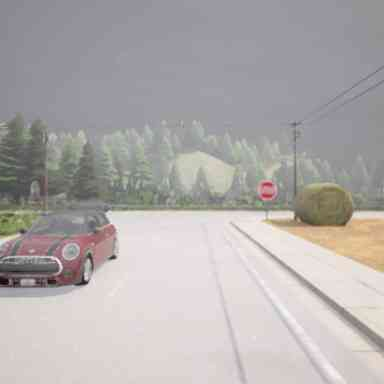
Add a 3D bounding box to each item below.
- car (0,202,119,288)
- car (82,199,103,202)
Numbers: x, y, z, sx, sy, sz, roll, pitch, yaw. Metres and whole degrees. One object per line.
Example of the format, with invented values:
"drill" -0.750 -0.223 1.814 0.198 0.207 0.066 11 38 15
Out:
"car" -3.507 1.335 9.343 2.097 1.767 4.553 0 0 0
"car" -10.854 1.464 35.281 4.181 1.385 1.994 0 0 3
